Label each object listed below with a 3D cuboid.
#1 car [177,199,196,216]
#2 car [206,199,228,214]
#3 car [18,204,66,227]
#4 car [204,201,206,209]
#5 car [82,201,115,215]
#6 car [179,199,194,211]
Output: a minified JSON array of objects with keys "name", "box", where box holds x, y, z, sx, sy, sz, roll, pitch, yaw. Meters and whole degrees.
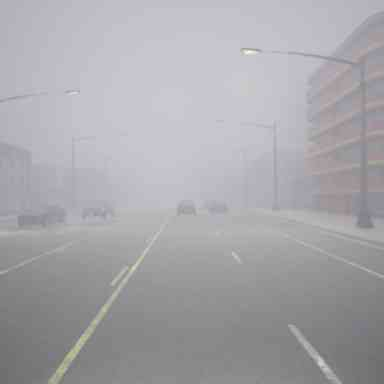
[{"name":"car","box":[-0.565,1.636,34.431,1.882,1.535,5.008,0,0,-1]},{"name":"car","box":[2.974,1.716,38.065,1.994,1.385,4.181,0,0,-1]},{"name":"car","box":[-10.989,1.662,24.698,1.882,1.535,5.008,0,0,-1]},{"name":"car","box":[2.779,1.736,48.816,2.128,1.511,4.902,0,-1,-1]},{"name":"car","box":[-7.435,1.350,26.707,1.812,1.442,4.674,0,0,-1]},{"name":"car","box":[-0.749,1.729,46.063,1.837,1.490,4.892,0,0,-1]}]
